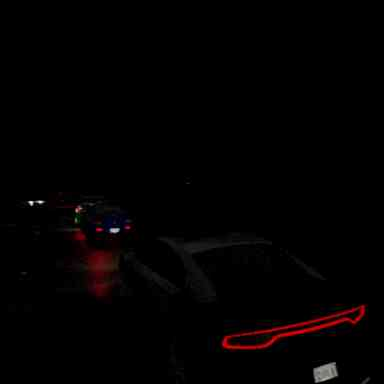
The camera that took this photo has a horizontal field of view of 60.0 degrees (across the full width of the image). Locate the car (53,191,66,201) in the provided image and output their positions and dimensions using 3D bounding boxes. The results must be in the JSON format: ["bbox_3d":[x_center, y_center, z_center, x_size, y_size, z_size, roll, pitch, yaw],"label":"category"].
[{"bbox_3d":[-22.333,0.564,55.902,1.837,1.490,4.892,-3,2,-23],"label":"car"}]

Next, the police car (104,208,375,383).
[{"bbox_3d":[0.098,1.251,5.138,1.930,1.638,5.238,-3,2,-23],"label":"police car"}]

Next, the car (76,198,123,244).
[{"bbox_3d":[-3.725,1.204,14.262,1.812,1.442,4.674,-3,2,-23],"label":"car"}]

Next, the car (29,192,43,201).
[{"bbox_3d":[-25.610,0.750,54.682,2.033,1.411,5.357,-3,2,-23],"label":"car"}]

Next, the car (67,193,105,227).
[{"bbox_3d":[-6.041,0.940,19.762,2.097,1.767,4.553,-3,2,-23],"label":"car"}]

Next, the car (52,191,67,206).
[{"bbox_3d":[-15.450,0.788,39.577,1.882,1.535,5.008,-3,2,-22],"label":"car"}]
